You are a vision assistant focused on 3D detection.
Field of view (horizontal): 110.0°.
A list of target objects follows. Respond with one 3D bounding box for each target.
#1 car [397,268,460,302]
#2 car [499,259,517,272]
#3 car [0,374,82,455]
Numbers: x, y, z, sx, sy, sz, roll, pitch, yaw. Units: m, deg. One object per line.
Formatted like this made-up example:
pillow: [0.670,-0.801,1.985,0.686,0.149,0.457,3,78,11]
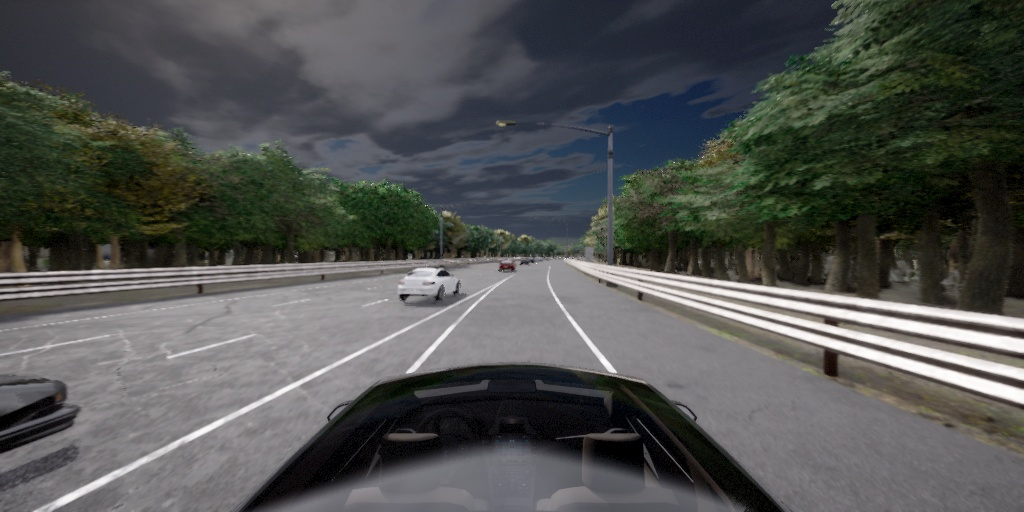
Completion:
car: [-3.827,1.265,17.005,1.812,1.442,4.674,0,0,6]
car: [-0.500,1.195,46.787,1.882,1.535,5.008,0,0,6]
car: [-5.591,1.285,1.210,2.033,1.411,5.357,0,0,6]
